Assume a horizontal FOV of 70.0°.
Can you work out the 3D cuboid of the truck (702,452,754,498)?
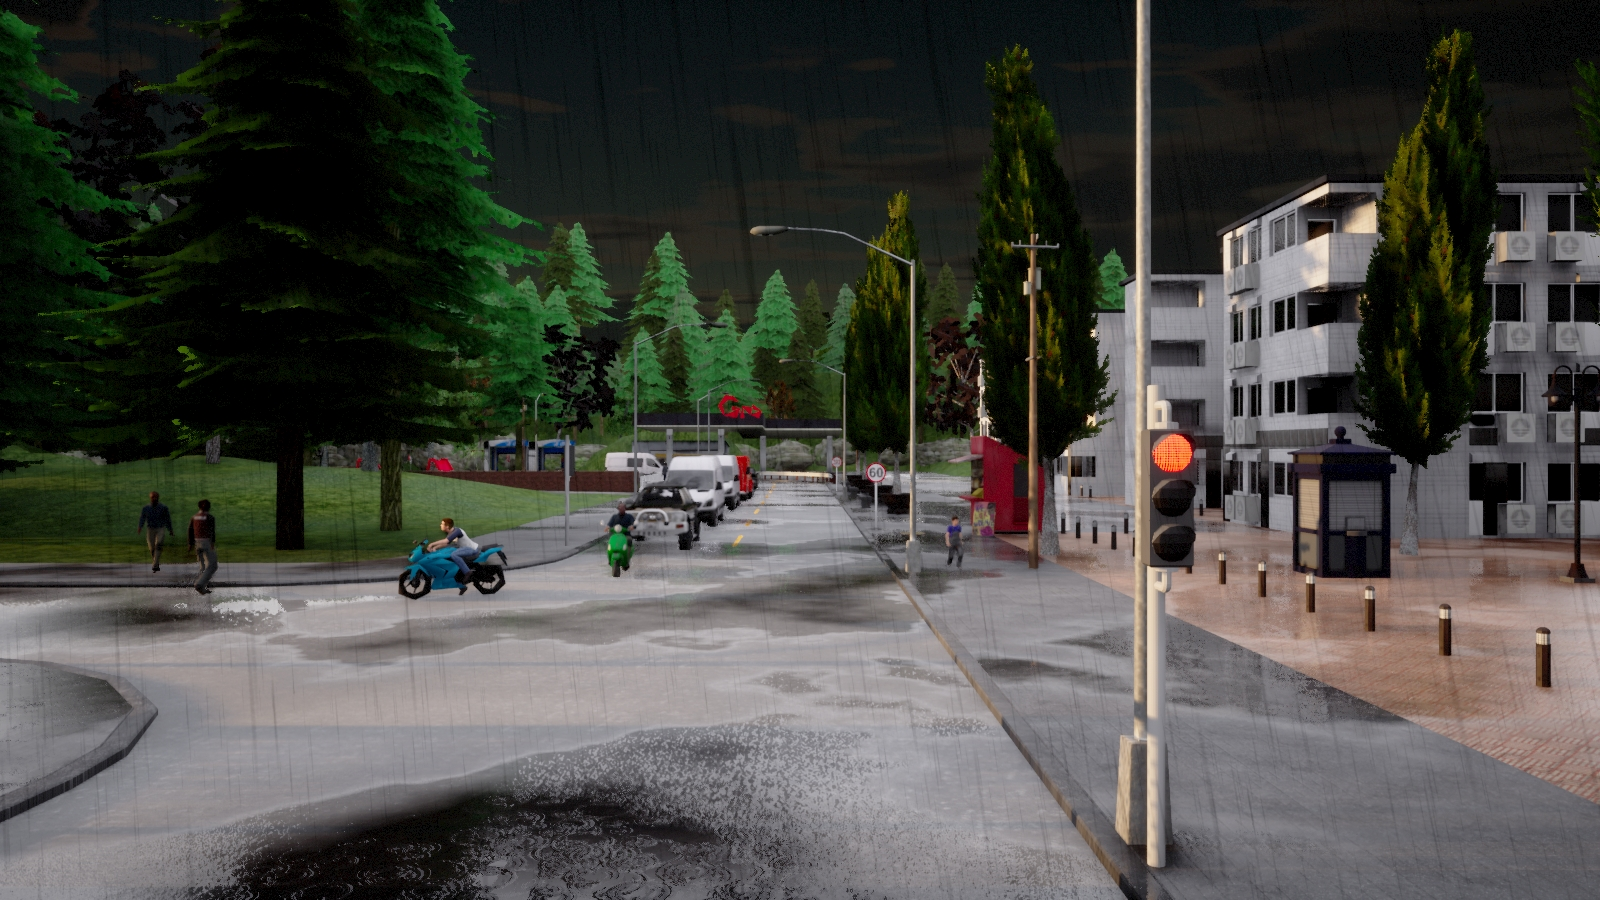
[{"bbox_3d":[-3.990,1.337,64.236,2.627,2.467,5.204,0,0,0],"label":"truck"}]

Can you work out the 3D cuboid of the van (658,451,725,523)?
[{"bbox_3d":[-4.013,1.307,43.253,1.988,2.561,5.915,0,0,0],"label":"van"}]

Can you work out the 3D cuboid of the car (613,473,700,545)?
[{"bbox_3d":[-4.060,1.639,33.074,1.932,1.855,4.605,0,0,0],"label":"car"}]

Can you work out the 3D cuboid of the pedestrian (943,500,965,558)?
[{"bbox_3d":[3.515,1.800,26.060,0.375,1.300,0.375,0,0,-14],"label":"pedestrian"}]

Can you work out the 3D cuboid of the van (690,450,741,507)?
[{"bbox_3d":[-4.004,1.305,54.780,1.988,2.561,5.915,0,0,0],"label":"van"}]

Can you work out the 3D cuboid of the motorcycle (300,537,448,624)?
[{"bbox_3d":[-6.593,1.990,17.707,2.033,1.145,0.803,0,0,-30],"label":"motorcycle"}]

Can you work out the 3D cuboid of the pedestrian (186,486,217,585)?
[{"bbox_3d":[-11.417,1.625,21.801,0.375,1.860,0.375,0,0,7],"label":"pedestrian"}]

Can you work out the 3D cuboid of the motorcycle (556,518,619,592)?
[{"bbox_3d":[-3.995,1.958,21.596,0.856,1.236,1.805,0,0,0],"label":"motorcycle"}]

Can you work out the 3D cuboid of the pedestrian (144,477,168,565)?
[{"bbox_3d":[-13.870,1.520,24.611,0.375,1.860,0.375,0,0,-20],"label":"pedestrian"}]
